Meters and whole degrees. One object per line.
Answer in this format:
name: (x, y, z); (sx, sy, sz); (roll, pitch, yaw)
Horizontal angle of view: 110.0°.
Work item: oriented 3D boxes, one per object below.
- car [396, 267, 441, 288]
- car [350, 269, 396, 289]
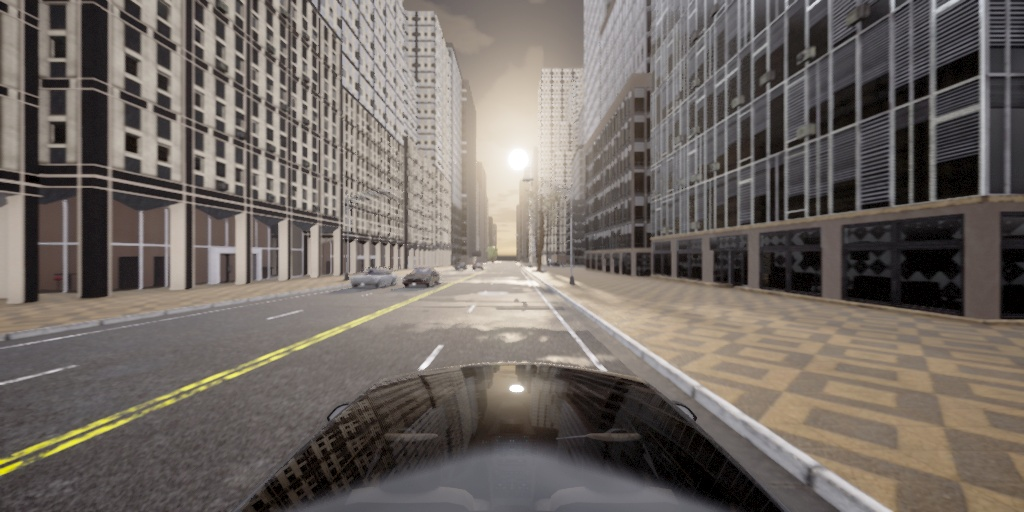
car: (-6.595, 1.543, 26.796); (2.033, 1.411, 5.357); (0, -1, 0)
car: (-9.844, 1.587, 25.880); (1.895, 1.301, 4.718); (0, -1, 0)
